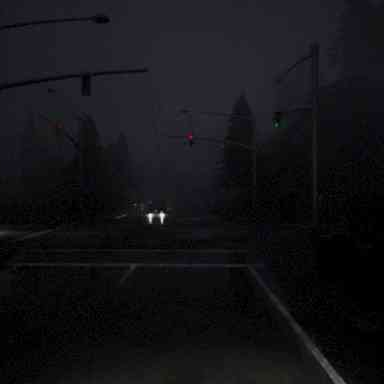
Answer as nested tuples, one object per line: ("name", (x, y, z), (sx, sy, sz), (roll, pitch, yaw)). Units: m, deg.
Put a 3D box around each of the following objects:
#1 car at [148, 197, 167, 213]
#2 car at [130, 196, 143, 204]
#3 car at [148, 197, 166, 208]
("car", (-3.789, 1.561, 37.236), (2.033, 1.411, 5.357), (0, 0, -1))
("car", (-11.310, 1.550, 66.035), (1.812, 1.442, 4.674), (0, 0, -31))
("car", (-5.227, 1.508, 49.253), (2.128, 1.511, 4.902), (0, 0, -12))
